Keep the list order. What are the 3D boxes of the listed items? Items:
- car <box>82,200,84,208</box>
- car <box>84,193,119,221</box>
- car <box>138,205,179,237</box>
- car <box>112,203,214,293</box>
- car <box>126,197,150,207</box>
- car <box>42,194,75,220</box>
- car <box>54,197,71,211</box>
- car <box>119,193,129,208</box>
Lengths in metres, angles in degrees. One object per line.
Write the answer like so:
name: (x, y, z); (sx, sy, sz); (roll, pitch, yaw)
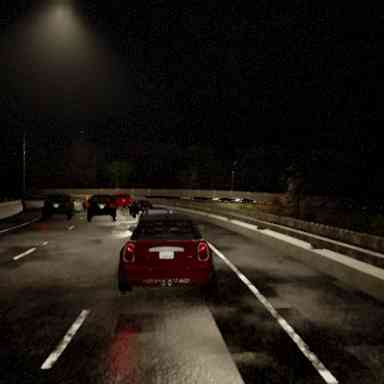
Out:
car: (-13.402, 1.448, 44.016); (1.882, 1.535, 5.008); (0, 0, -24)
car: (-7.408, 1.202, 27.393); (2.150, 2.045, 5.566); (0, 0, -15)
car: (-2.030, 1.548, 18.820); (1.994, 1.385, 4.181); (0, 0, -10)
car: (-0.690, 1.343, 9.098); (2.097, 1.767, 4.553); (0, 0, -4)
car: (-4.620, 1.481, 30.275); (1.837, 1.490, 4.892); (0, 0, -15)
car: (-11.098, 1.197, 27.856); (2.150, 2.045, 5.566); (0, -1, -17)
car: (-16.711, 1.481, 42.868); (1.837, 1.490, 4.892); (0, 0, -24)
car: (-9.621, 1.188, 44.184); (2.150, 2.045, 5.566); (0, 0, -23)
